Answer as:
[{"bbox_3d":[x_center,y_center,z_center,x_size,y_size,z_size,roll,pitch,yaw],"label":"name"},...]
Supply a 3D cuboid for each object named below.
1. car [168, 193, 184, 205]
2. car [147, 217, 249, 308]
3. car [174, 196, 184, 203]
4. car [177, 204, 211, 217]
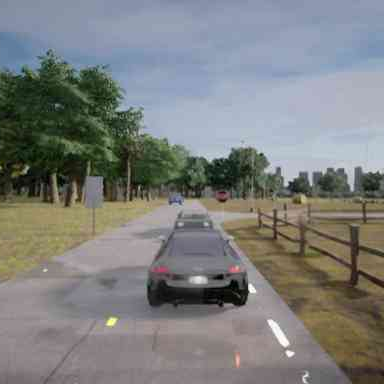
[{"bbox_3d":[-2.855,1.235,57.554,2.150,2.045,5.566,0,-1,0],"label":"car"},{"bbox_3d":[0.099,1.543,7.972,1.994,1.385,4.181,0,0,0],"label":"car"},{"bbox_3d":[-2.801,1.632,73.267,2.033,1.411,5.357,0,0,0],"label":"car"},{"bbox_3d":[0.119,1.564,18.021,1.895,1.301,4.718,0,0,1],"label":"car"}]
